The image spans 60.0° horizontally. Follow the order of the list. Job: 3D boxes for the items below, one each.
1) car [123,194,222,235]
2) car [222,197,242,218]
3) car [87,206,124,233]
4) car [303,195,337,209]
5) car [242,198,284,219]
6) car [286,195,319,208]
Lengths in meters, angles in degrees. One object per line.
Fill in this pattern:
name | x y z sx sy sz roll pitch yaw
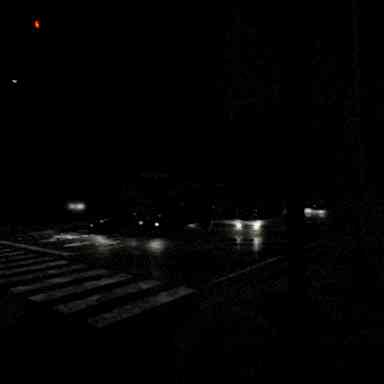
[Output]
car | -0.896 1.162 19.083 2.150 2.045 5.566 -2 0 39
car | 1.747 1.233 27.250 2.097 1.767 4.553 -2 0 40
car | -4.062 1.551 20.320 1.812 1.442 4.674 -2 0 42
car | 14.695 1.155 37.577 1.895 1.301 4.718 -2 0 41
car | 5.674 1.255 26.867 1.882 1.535 5.008 -2 0 40
car | 14.011 1.126 41.795 2.033 1.411 5.357 -2 0 40
